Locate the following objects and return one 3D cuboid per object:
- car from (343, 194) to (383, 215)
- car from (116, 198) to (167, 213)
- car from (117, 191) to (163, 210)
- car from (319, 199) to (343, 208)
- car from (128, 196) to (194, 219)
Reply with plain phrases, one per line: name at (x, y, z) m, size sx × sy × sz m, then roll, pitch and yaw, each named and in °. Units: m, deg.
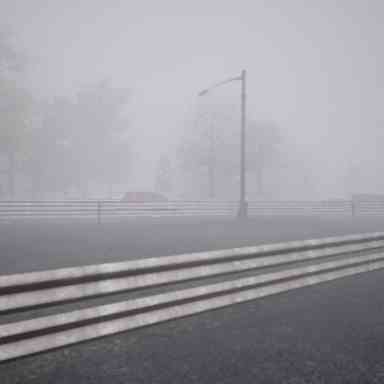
car at (19.126, 1.256, 34.833) m, size 5.566 × 2.045 × 2.150 m, roll 1°, pitch -1°, yaw -20°
car at (-4.990, 1.312, 32.916) m, size 4.674 × 1.442 × 1.812 m, roll 1°, pitch -1°, yaw -22°
car at (-3.576, 0.974, 29.695) m, size 5.566 × 2.045 × 2.150 m, roll 1°, pitch -1°, yaw -22°
car at (18.391, 1.587, 42.055) m, size 5.008 × 1.535 × 1.882 m, roll 1°, pitch -1°, yaw -20°
car at (-2.207, 1.263, 26.464) m, size 4.902 × 1.511 × 2.128 m, roll 1°, pitch -1°, yaw -22°
